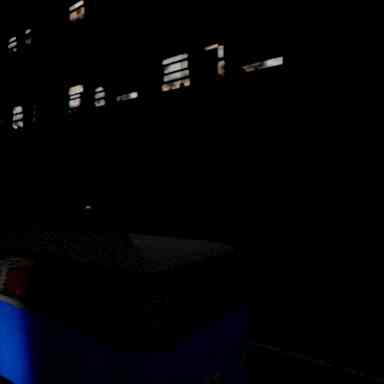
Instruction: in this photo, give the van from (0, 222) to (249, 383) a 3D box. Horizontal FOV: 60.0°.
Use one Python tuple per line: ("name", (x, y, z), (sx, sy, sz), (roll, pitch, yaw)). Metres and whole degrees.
("van", (-1.338, 1.320, 3.834), (3.998, 1.788, 1.690), (0, 0, 35))
